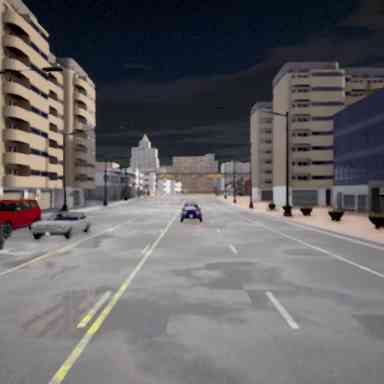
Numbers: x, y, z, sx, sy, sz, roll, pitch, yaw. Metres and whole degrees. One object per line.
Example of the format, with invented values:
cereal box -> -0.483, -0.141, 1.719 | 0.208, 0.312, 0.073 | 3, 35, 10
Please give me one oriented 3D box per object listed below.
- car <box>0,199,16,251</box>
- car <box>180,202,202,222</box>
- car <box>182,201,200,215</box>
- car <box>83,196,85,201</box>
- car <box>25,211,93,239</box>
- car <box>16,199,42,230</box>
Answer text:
car -> -7.116, 1.306, 8.503 | 2.150, 2.045, 5.566 | 0, -1, 0
car -> -0.052, 1.828, 29.616 | 1.812, 1.442, 4.674 | 0, -1, 0
car -> -0.124, 1.931, 41.675 | 2.128, 1.511, 4.902 | 0, -1, 0
car -> -26.273, 1.472, 77.322 | 1.970, 1.475, 3.806 | 0, 1, 0
car -> -7.154, 1.799, 18.738 | 1.895, 1.301, 4.718 | 0, -1, 0
car -> -10.659, 1.433, 19.125 | 2.150, 2.045, 5.566 | 0, -1, 0
